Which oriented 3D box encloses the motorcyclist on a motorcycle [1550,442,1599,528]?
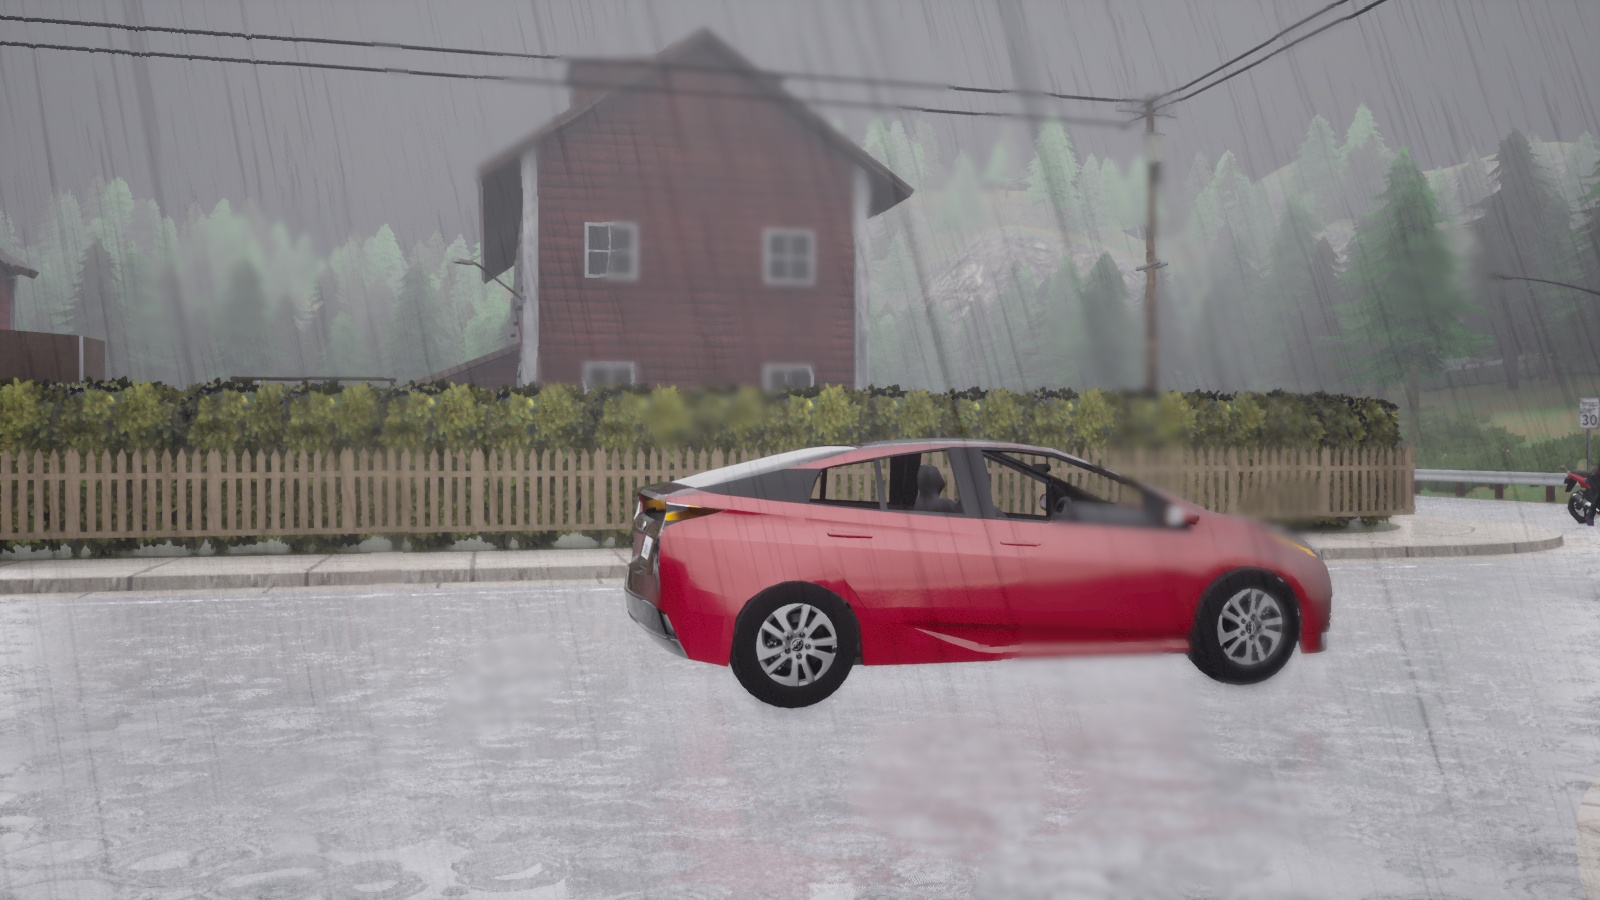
[{"bbox_3d":[14.482,0.614,22.301,0.797,1.523,2.044,0,0,-13],"label":"motorcyclist on a motorcycle"}]

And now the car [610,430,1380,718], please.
[{"bbox_3d":[1.131,0.648,8.161,4.514,1.525,2.007,0,0,-14],"label":"car"}]
